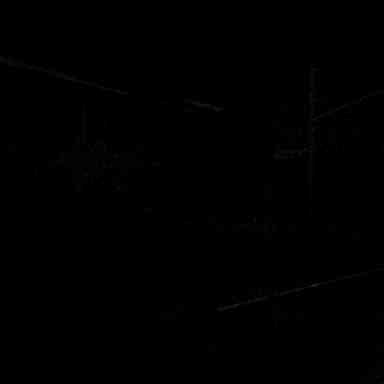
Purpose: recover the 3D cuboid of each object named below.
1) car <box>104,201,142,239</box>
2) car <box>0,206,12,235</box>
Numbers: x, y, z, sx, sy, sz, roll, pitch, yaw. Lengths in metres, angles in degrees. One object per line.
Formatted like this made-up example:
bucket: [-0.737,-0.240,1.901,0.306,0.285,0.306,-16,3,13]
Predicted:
car: [-4.377,1.448,18.316,1.905,1.878,3.866,1,0,-35]
car: [-11.506,1.523,18.582,2.242,1.667,4.611,1,0,-35]
